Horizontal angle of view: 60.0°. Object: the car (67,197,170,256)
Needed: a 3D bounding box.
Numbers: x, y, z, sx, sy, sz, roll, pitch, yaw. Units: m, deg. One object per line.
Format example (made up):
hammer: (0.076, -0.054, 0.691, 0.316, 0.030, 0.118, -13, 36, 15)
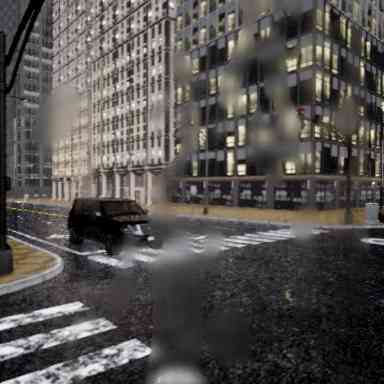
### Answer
car: (-3.249, 1.264, 13.752, 2.150, 2.045, 5.566, -1, 1, -42)
